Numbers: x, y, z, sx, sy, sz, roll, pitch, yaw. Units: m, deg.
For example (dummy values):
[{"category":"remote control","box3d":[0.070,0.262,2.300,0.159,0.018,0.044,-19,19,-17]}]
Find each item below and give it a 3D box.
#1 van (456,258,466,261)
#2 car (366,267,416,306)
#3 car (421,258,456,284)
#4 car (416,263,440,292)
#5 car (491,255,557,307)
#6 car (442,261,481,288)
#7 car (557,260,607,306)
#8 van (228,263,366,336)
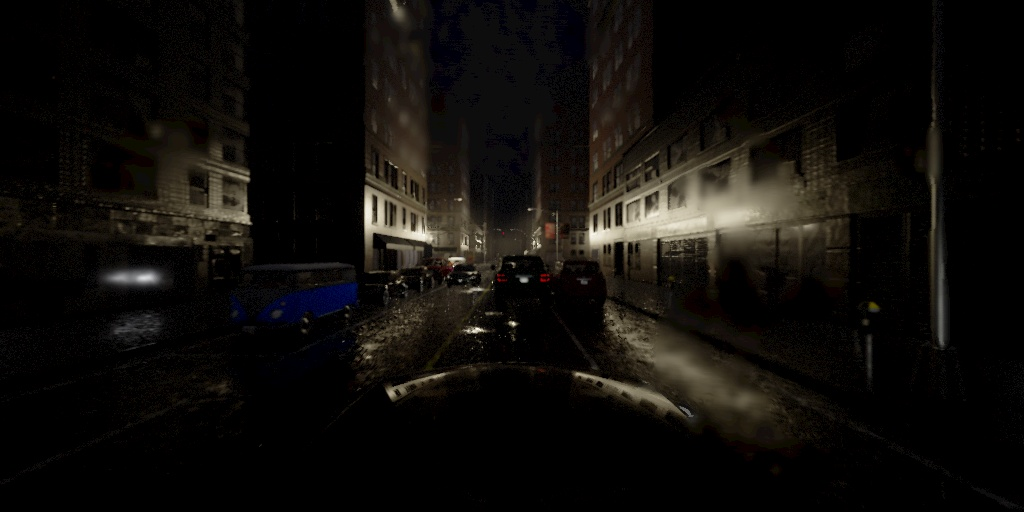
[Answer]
[{"category":"van","box3d":[-5.844,1.096,38.003,1.690,1.789,3.998,0,0,0]},{"category":"car","box3d":[-5.852,1.320,15.659,1.948,1.339,4.313,0,0,0]},{"category":"car","box3d":[-5.848,1.069,26.831,2.192,1.841,5.009,0,0,0]},{"category":"car","box3d":[-5.850,1.320,21.246,1.948,1.339,4.313,0,0,0]},{"category":"car","box3d":[0.285,0.975,15.693,2.150,2.045,5.566,0,0,-3]},{"category":"car","box3d":[-3.089,1.259,23.787,1.837,1.490,4.892,0,0,0]},{"category":"car","box3d":[2.673,1.068,15.662,2.192,1.841,5.009,0,0,0]},{"category":"van","box3d":[-5.854,1.094,10.073,1.690,1.789,3.998,0,0,0]}]
